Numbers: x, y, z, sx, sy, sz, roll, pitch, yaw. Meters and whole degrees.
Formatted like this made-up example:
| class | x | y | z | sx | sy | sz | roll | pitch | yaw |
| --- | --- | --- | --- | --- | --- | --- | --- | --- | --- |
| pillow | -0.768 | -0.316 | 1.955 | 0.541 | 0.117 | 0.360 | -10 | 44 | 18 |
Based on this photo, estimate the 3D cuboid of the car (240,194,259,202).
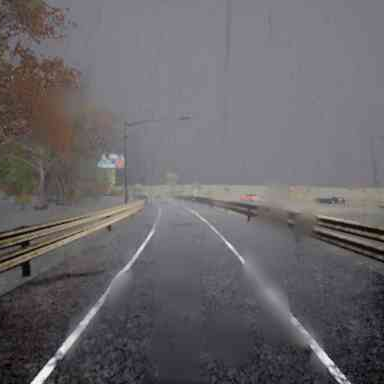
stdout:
| class | x | y | z | sx | sy | sz | roll | pitch | yaw |
| --- | --- | --- | --- | --- | --- | --- | --- | --- | --- |
| car | 11.941 | 1.206 | 68.842 | 2.097 | 1.767 | 4.553 | 0 | 0 | -24 |

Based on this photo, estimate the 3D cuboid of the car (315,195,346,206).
| class | x | y | z | sx | sy | sz | roll | pitch | yaw |
| --- | --- | --- | --- | --- | --- | --- | --- | --- | --- |
| car | 20.549 | 1.243 | 49.695 | 2.128 | 1.511 | 4.902 | 0 | 0 | -24 |
